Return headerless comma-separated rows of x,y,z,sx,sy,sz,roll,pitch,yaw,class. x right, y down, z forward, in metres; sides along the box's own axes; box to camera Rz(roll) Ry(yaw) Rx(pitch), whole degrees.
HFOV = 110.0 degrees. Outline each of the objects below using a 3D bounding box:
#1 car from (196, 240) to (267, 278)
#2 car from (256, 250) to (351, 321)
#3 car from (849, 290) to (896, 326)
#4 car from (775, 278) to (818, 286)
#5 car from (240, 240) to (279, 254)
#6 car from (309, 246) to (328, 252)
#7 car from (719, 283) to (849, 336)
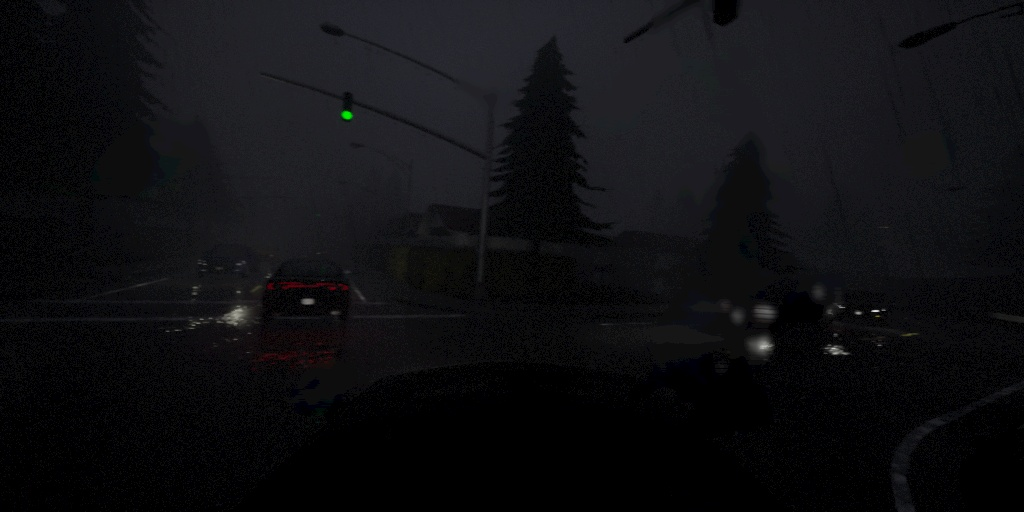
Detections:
-13.964,0.176,17.944,1.882,1.535,5.008,4,0,-28,car
-5.754,0.792,10.290,1.882,1.535,5.008,4,0,-28,car
17.640,2.478,17.968,4.892,1.490,1.837,4,0,-42,car
21.891,2.613,26.940,2.097,1.767,4.553,4,0,-10,car
-18.784,-0.199,27.064,1.882,1.535,5.008,4,0,-28,car
-22.312,-0.410,41.253,1.994,1.385,4.181,4,0,-30,car
9.690,1.903,13.077,4.902,1.511,2.128,4,0,-28,car
